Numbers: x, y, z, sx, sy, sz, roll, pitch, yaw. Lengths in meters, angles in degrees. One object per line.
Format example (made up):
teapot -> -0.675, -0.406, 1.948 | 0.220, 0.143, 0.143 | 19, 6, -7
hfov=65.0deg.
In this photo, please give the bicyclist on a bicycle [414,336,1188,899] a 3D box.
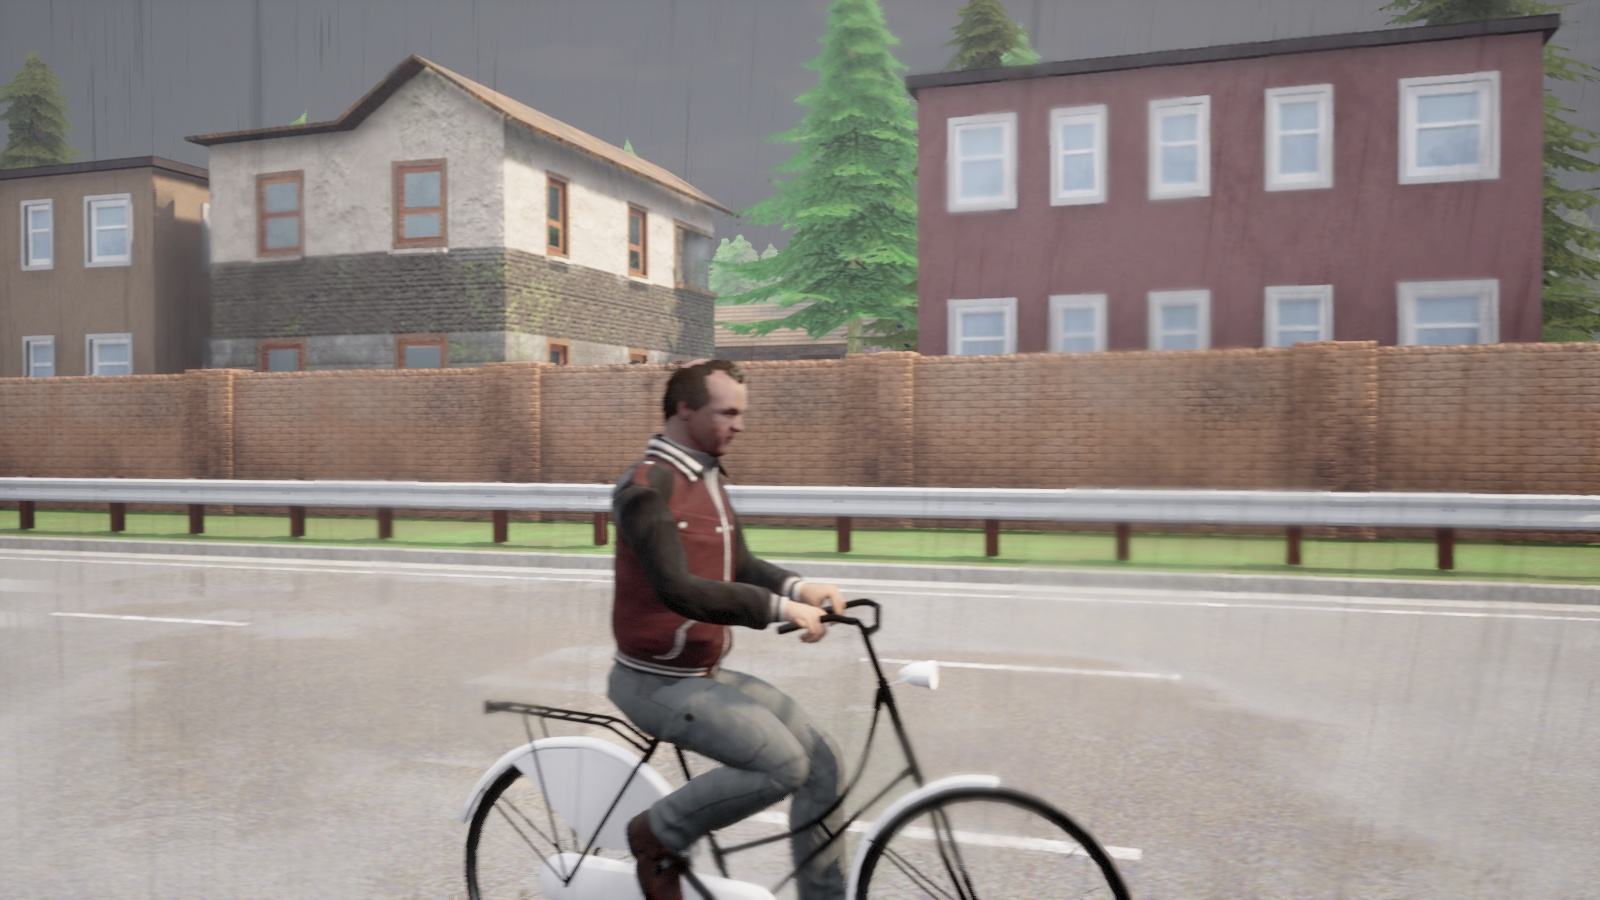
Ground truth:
bicyclist on a bicycle -> 0.008, 0.646, 3.188 | 1.843, 1.776, 0.659 | 0, 1, 19
